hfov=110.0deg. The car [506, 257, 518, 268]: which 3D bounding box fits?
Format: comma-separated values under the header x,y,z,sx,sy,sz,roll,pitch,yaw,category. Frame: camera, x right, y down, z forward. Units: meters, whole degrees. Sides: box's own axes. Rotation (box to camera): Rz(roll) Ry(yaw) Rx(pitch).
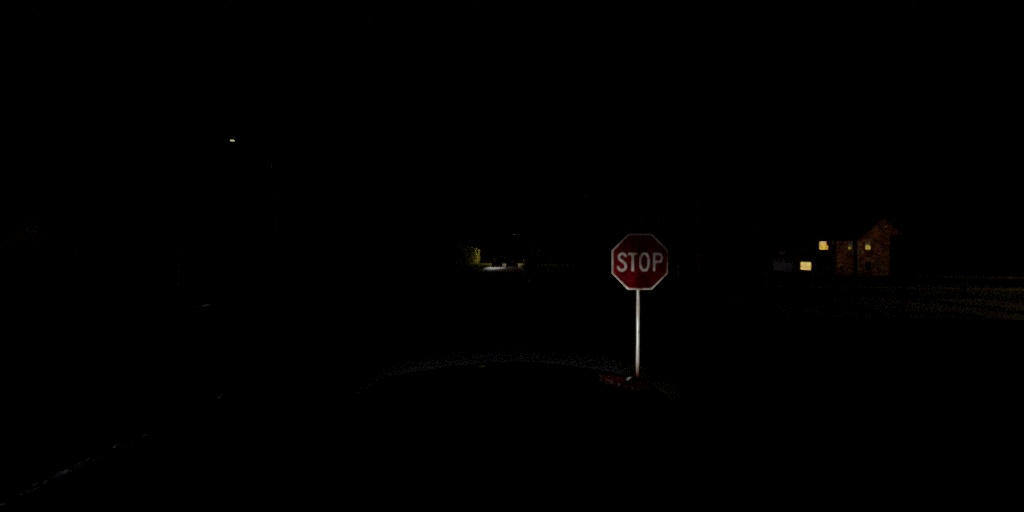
x,y,z,sx,sy,sz,roll,pitch,yaw,category
-0.003,1.346,61.827,1.994,1.385,4.181,0,0,0,car
